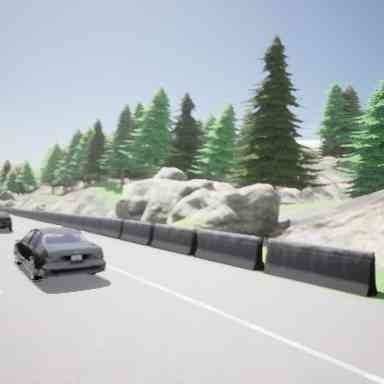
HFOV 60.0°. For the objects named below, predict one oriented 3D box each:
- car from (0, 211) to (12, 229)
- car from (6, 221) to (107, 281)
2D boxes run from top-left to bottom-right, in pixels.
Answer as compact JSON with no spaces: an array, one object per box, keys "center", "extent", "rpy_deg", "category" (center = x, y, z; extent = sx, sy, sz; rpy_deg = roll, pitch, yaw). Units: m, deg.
[{"center":[-15.313,2.222,25.942],"extent":[1.882,1.535,5.008],"rpy_deg":[2,-2,-35],"category":"car"},{"center":[-4.533,1.861,10.935],"extent":[2.033,1.411,5.357],"rpy_deg":[2,-2,-35],"category":"car"}]
